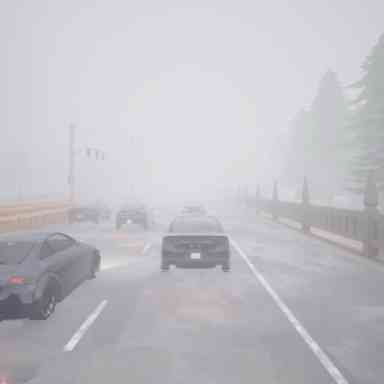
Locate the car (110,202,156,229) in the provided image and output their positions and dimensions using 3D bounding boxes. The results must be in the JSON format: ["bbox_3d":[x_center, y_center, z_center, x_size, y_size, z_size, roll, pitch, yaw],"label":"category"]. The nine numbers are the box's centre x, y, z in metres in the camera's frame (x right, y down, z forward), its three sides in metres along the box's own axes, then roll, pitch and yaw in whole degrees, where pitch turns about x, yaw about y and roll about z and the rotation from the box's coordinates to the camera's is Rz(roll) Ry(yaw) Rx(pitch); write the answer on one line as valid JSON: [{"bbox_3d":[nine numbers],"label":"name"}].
[{"bbox_3d":[-3.401,1.361,20.423,1.837,1.490,4.892,0,0,0],"label":"car"}]

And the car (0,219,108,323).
[{"bbox_3d":[-3.400,1.513,7.136,1.994,1.385,4.181,0,0,0],"label":"car"}]

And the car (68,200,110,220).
[{"bbox_3d":[-6.909,1.318,22.930,1.882,1.535,5.008,0,0,0],"label":"car"}]

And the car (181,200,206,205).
[{"bbox_3d":[0.099,1.349,25.397,1.812,1.442,4.674,0,0,0],"label":"car"}]

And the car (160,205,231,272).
[{"bbox_3d":[0.100,1.403,10.612,1.882,1.535,5.008,0,0,0],"label":"car"}]
